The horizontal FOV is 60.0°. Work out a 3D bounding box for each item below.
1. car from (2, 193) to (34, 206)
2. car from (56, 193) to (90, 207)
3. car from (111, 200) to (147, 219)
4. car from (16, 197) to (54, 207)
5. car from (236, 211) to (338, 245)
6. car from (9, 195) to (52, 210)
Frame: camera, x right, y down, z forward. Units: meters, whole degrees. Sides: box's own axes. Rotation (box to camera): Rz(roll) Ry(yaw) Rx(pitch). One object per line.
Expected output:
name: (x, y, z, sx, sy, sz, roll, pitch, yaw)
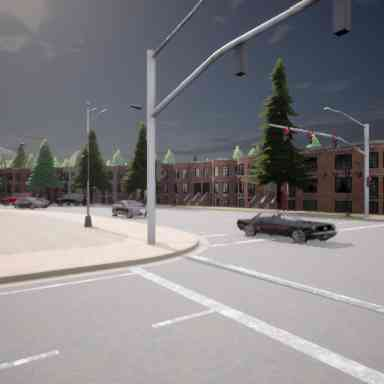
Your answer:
car: (-29.038, 1.221, 55.918, 5.566, 2.045, 2.150, 0, 0, 10)
car: (-18.919, 1.220, 52.864, 5.566, 2.045, 2.150, 0, 0, 23)
car: (-5.416, 1.491, 29.156, 2.128, 1.511, 4.902, 0, 0, -38)
car: (-24.176, 1.547, 51.132, 5.357, 1.411, 2.033, 0, 0, 17)
car: (4.364, 1.600, 15.851, 1.895, 1.301, 4.718, 0, 0, -35)
car: (-20.262, 1.506, 41.885, 4.892, 1.490, 1.837, -1, -1, 26)
